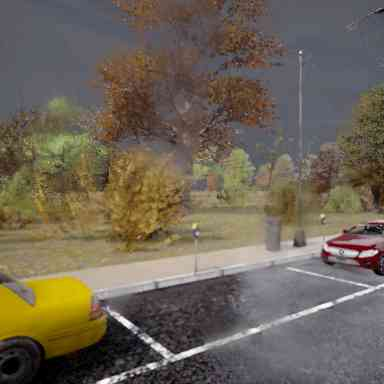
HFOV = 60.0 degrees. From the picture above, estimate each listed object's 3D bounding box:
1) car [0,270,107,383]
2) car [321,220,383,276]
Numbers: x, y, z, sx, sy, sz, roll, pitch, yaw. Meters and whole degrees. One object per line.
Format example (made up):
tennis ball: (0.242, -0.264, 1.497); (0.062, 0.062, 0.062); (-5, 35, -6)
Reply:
car: (-3.435, 1.529, 3.638); (4.829, 1.417, 1.752); (0, 1, -35)
car: (5.717, 1.537, 10.167); (4.206, 1.307, 1.802); (0, 1, -35)
